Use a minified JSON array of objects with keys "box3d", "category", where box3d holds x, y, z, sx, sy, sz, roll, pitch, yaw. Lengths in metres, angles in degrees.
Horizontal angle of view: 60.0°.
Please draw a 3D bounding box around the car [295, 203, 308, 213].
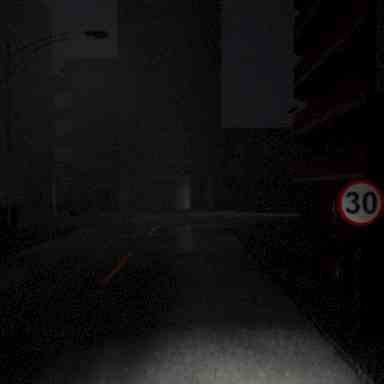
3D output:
[{"box3d":[11.090,1.217,27.718,4.718,1.301,1.895,0,1,-1],"category":"car"}]
